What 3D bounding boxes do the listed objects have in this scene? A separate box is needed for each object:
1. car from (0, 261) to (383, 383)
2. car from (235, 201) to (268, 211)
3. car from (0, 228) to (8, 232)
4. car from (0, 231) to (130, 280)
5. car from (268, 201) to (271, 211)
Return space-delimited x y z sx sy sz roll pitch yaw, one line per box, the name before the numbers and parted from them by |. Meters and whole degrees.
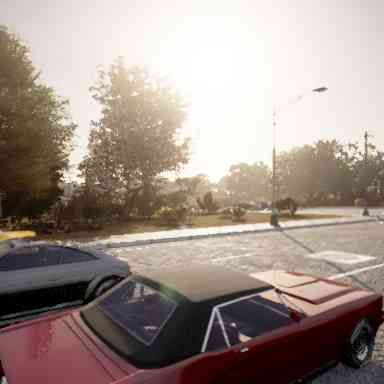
car | 0.373 1.591 4.009 4.718 1.301 1.895 0 0 -35
car | 8.094 2.049 48.054 2.128 1.511 4.902 0 -3 -32
car | -6.425 1.480 7.999 5.008 1.535 1.882 0 0 -35
car | -3.169 1.560 6.019 4.181 1.385 1.994 0 0 -35
car | 11.117 2.040 49.825 2.128 1.511 4.902 0 -3 -32
